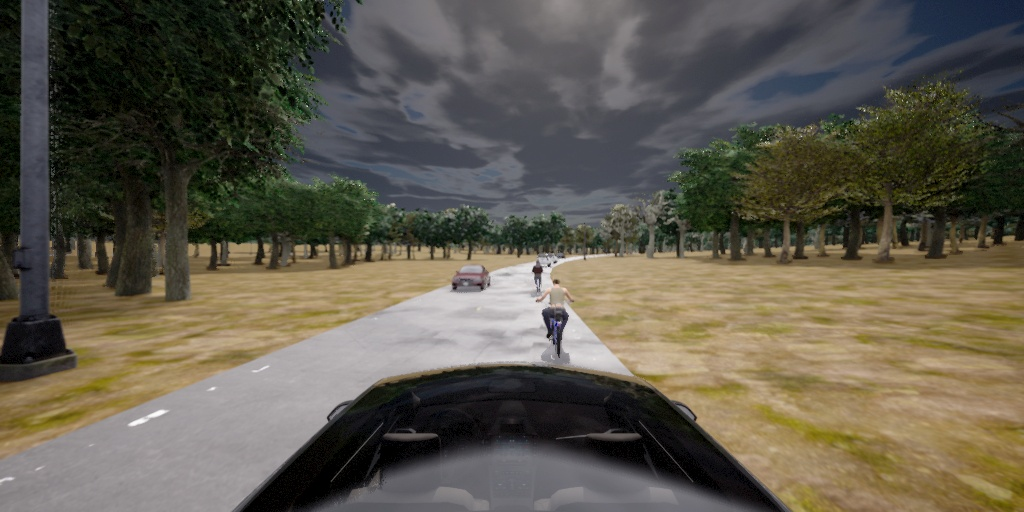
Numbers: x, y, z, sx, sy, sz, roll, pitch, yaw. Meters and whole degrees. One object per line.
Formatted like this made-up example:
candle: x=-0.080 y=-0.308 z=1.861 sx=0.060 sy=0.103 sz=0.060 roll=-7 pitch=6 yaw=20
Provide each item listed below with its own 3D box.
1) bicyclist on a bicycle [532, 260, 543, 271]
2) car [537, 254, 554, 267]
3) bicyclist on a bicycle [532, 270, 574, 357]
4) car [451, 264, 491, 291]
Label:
bicyclist on a bicycle: x=1.379 y=1.110 z=19.269 sx=0.659 sy=1.776 sz=1.843 roll=0 pitch=0 yaw=3
car: x=5.344 y=0.711 z=59.914 sx=2.150 sy=2.045 sz=5.566 roll=0 pitch=1 yaw=10
bicyclist on a bicycle: x=0.927 y=1.192 z=7.602 sx=0.866 sy=1.612 sz=1.509 roll=0 pitch=0 yaw=1
car: x=-2.383 y=1.250 z=21.938 sx=1.812 sy=1.442 sz=4.674 roll=0 pitch=0 yaw=4
